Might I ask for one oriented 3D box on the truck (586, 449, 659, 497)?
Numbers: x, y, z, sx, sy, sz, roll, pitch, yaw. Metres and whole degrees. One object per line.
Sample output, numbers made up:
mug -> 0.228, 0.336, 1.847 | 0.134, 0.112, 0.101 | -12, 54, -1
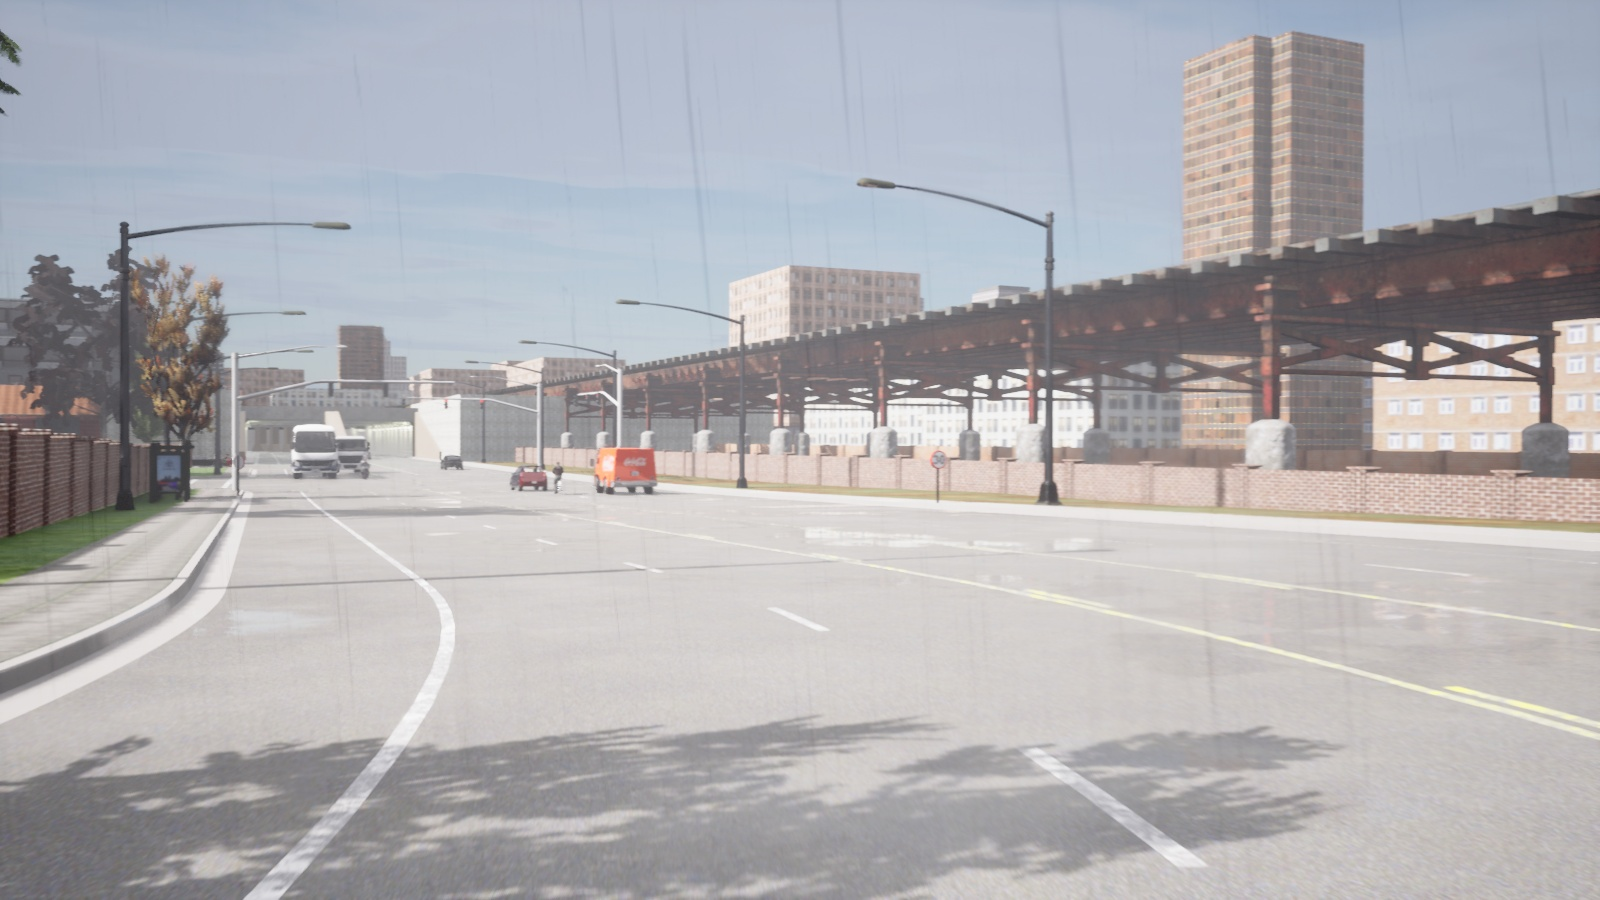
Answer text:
truck -> -9.604, 1.192, 67.517 | 2.627, 2.467, 5.204 | 0, 0, -23

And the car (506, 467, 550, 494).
car -> -15.893, 1.772, 73.259 | 1.845, 1.501, 3.633 | 0, 0, -23
